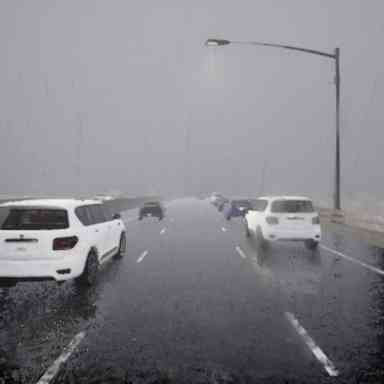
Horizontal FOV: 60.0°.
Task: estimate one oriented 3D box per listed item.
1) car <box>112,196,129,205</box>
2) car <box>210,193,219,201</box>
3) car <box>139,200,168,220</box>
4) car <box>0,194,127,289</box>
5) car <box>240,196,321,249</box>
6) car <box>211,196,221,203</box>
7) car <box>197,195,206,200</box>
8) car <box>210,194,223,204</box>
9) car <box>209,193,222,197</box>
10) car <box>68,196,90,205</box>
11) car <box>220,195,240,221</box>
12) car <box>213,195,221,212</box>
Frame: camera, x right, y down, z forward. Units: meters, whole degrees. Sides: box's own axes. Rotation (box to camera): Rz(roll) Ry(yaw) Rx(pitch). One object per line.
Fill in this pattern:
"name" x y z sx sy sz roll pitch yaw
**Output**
"car" -12.942 1.459 60.689 1.837 1.490 4.892 0 0 3
"car" 5.476 1.224 81.847 2.150 2.045 5.566 0 0 3
"car" -3.165 1.460 27.407 1.837 1.490 4.892 0 0 1
"car" -3.366 1.200 9.270 2.150 2.045 5.566 0 0 0
"car" 3.674 1.191 14.400 2.150 2.045 5.566 0 0 0
"car" 4.986 1.538 70.904 1.994 1.385 4.181 0 0 2
"car" 2.419 1.458 91.106 1.994 1.385 4.181 0 0 3
"car" 4.217 1.455 49.102 2.163 1.488 4.792 0 0 2
"car" 4.567 1.179 60.020 2.150 2.045 5.566 0 0 2
"car" -19.995 1.448 59.224 2.128 1.511 4.902 0 0 2
"car" 3.723 1.308 27.202 2.097 1.767 4.553 0 0 1
"car" 3.936 1.456 38.183 2.163 1.488 4.792 0 0 1
